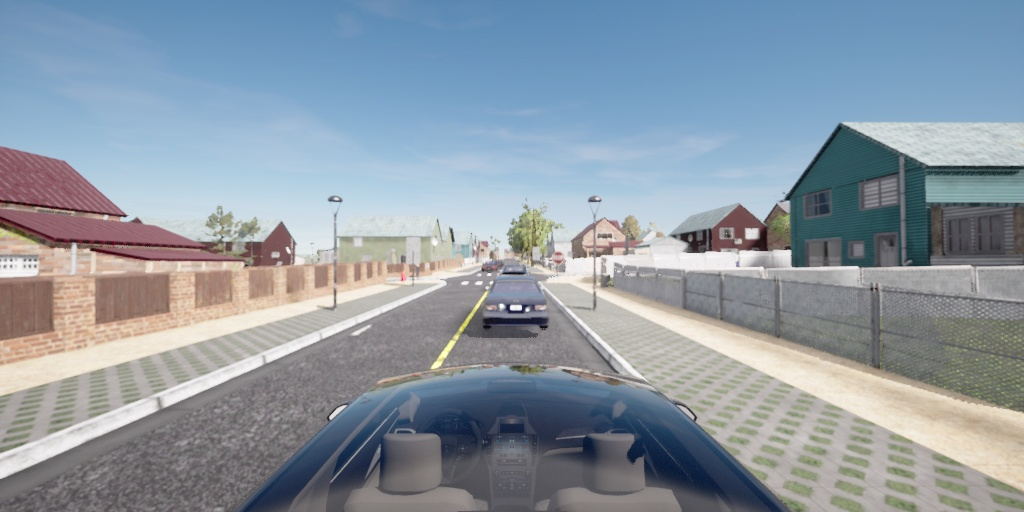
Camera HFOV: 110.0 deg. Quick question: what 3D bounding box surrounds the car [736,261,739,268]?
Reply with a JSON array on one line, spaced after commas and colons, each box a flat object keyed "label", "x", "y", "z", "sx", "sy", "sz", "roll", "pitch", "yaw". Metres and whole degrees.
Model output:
[{"label": "car", "x": 19.006, "y": 0.815, "z": 34.203, "sx": 5.357, "sy": 1.411, "sz": 2.033, "roll": -2, "pitch": -1, "yaw": 0}]

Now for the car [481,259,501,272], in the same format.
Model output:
[{"label": "car", "x": -2.885, "y": 1.364, "z": 46.510, "sx": 1.994, "sy": 1.385, "sz": 4.181, "roll": 0, "pitch": 0, "yaw": 0}]

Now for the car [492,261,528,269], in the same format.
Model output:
[{"label": "car", "x": 0.253, "y": 1.270, "z": 22.260, "sx": 2.128, "sy": 1.511, "sz": 4.902, "roll": 0, "pitch": 0, "yaw": 4}]

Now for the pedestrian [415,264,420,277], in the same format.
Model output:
[{"label": "pedestrian", "x": -9.725, "y": 1.251, "z": 36.917, "sx": 0.375, "sy": 1.860, "sz": 0.375, "roll": 0, "pitch": 0, "yaw": 0}]

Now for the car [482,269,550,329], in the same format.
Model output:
[{"label": "car", "x": 0.095, "y": 1.311, "z": 11.271, "sx": 2.033, "sy": 1.411, "sz": 5.357, "roll": 0, "pitch": 0, "yaw": 0}]
